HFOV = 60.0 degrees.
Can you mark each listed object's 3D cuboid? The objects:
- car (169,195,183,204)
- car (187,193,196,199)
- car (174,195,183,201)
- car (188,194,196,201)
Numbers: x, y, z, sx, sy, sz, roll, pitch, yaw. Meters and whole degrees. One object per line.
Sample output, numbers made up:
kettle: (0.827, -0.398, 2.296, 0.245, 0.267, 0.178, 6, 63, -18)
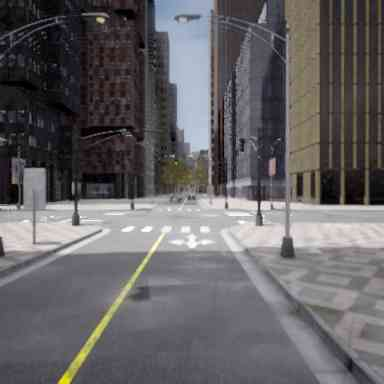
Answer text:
car: (-3.084, 1.348, 60.948, 2.128, 1.511, 4.902, 0, 0, 0)
car: (-0.106, 1.154, 87.966, 2.128, 1.511, 4.902, 0, 0, 0)
car: (-3.081, 1.346, 76.424, 1.812, 1.442, 4.674, 0, 0, 0)
car: (-0.084, 1.335, 77.961, 1.812, 1.442, 4.674, 0, 0, 0)
